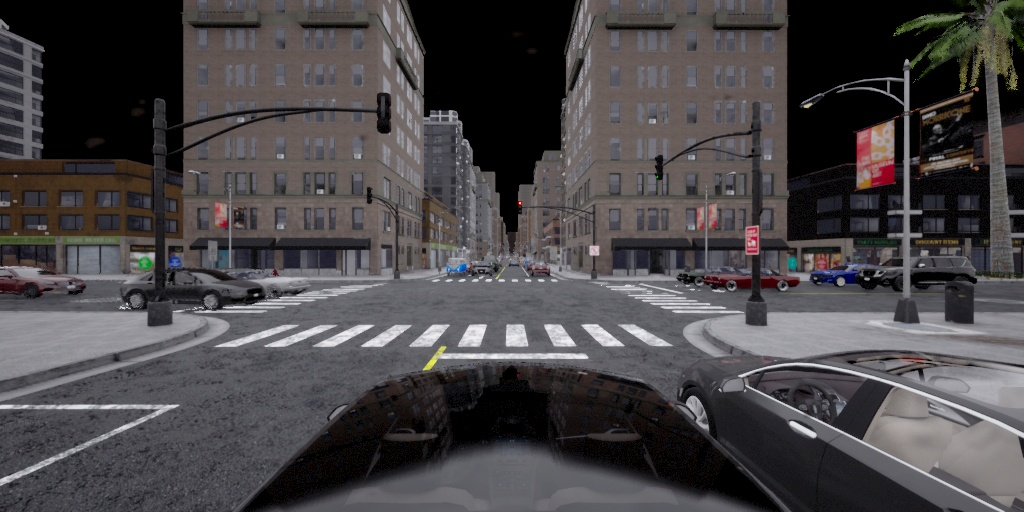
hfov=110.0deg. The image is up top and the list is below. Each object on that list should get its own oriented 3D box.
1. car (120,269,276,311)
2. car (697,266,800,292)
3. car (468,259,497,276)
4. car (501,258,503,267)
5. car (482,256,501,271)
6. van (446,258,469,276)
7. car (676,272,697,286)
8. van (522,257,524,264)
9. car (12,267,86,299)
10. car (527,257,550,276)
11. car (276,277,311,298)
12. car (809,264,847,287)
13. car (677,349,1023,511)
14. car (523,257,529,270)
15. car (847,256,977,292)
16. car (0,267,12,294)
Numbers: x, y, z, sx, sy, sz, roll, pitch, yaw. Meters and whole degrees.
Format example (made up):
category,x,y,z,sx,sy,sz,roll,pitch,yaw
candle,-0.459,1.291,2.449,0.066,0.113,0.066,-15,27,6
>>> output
category,x,y,z,sx,sy,sz,roll,pitch,yaw
car,-12.230,1.241,13.886,4.892,1.490,1.837,0,0,4
car,13.857,1.369,21.014,4.718,1.301,1.895,0,0,0
car,-2.945,1.315,36.612,1.994,1.385,4.181,0,0,0
car,-2.847,1.353,55.711,1.895,1.301,4.718,0,0,0
car,-2.896,0.973,45.920,2.150,2.045,5.566,0,0,0
van,-5.701,1.092,36.974,1.690,1.789,3.998,0,0,0
car,13.739,1.365,24.263,4.718,1.301,1.895,0,0,0
van,2.934,1.092,59.612,1.690,1.789,3.998,0,0,0
car,-23.710,1.240,17.378,4.674,1.442,1.812,0,0,0
car,2.825,1.191,36.935,1.967,1.591,4.097,0,0,0
car,-12.533,1.332,17.430,4.718,1.301,1.895,0,0,0
car,23.058,1.257,24.308,5.008,1.535,1.882,0,0,0
car,2.668,1.300,2.286,2.007,1.370,4.403,0,0,0
car,2.880,1.192,48.273,1.967,1.591,4.097,0,0,0
car,23.610,1.007,21.061,5.566,2.045,2.150,0,0,0
car,-23.632,1.196,14.124,5.008,1.535,1.882,0,0,0
